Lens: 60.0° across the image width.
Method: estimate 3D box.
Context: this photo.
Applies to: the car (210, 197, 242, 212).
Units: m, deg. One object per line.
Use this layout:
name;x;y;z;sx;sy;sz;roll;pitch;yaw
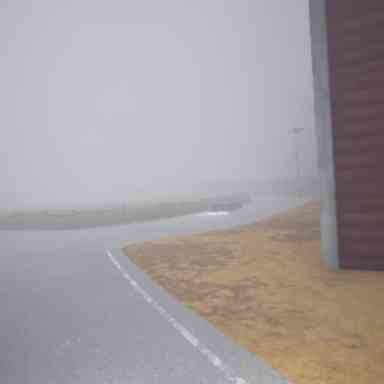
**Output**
car;3.352;1.191;32.697;1.994;1.385;4.181;-3;1;28
